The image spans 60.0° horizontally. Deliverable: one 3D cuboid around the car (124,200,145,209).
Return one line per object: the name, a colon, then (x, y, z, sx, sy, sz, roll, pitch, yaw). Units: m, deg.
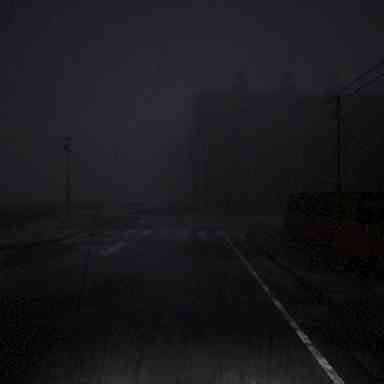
car: (-8.437, 1.840, 49.463, 1.895, 1.301, 4.718, 0, 0, 9)
